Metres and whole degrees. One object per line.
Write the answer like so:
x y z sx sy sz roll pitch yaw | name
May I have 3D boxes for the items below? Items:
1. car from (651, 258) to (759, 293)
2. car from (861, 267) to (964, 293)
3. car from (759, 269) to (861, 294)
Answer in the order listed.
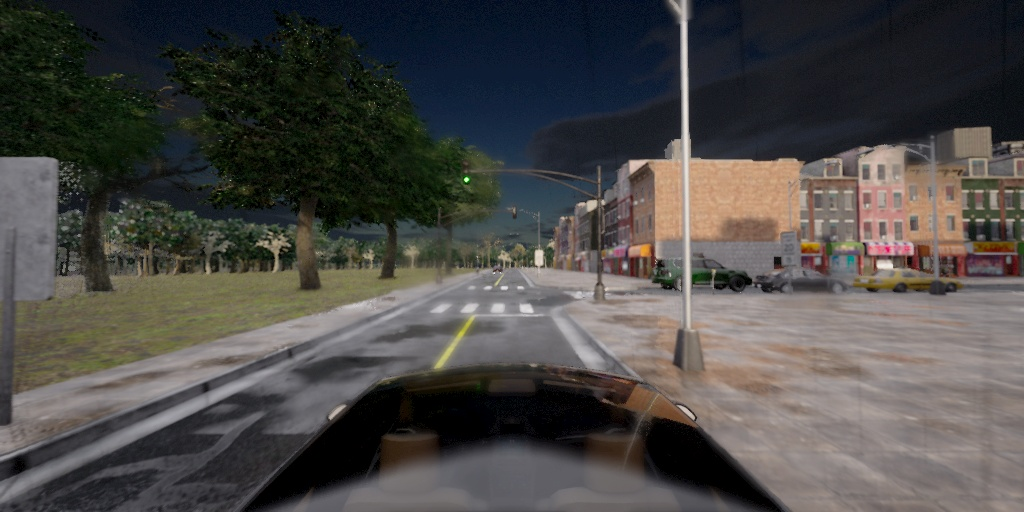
11.462 1.128 21.974 5.566 2.045 2.150 0 -2 0 | car
21.347 1.286 19.364 4.829 1.417 1.751 0 0 0 | car
15.503 1.355 19.332 4.403 1.370 2.007 0 0 0 | car
